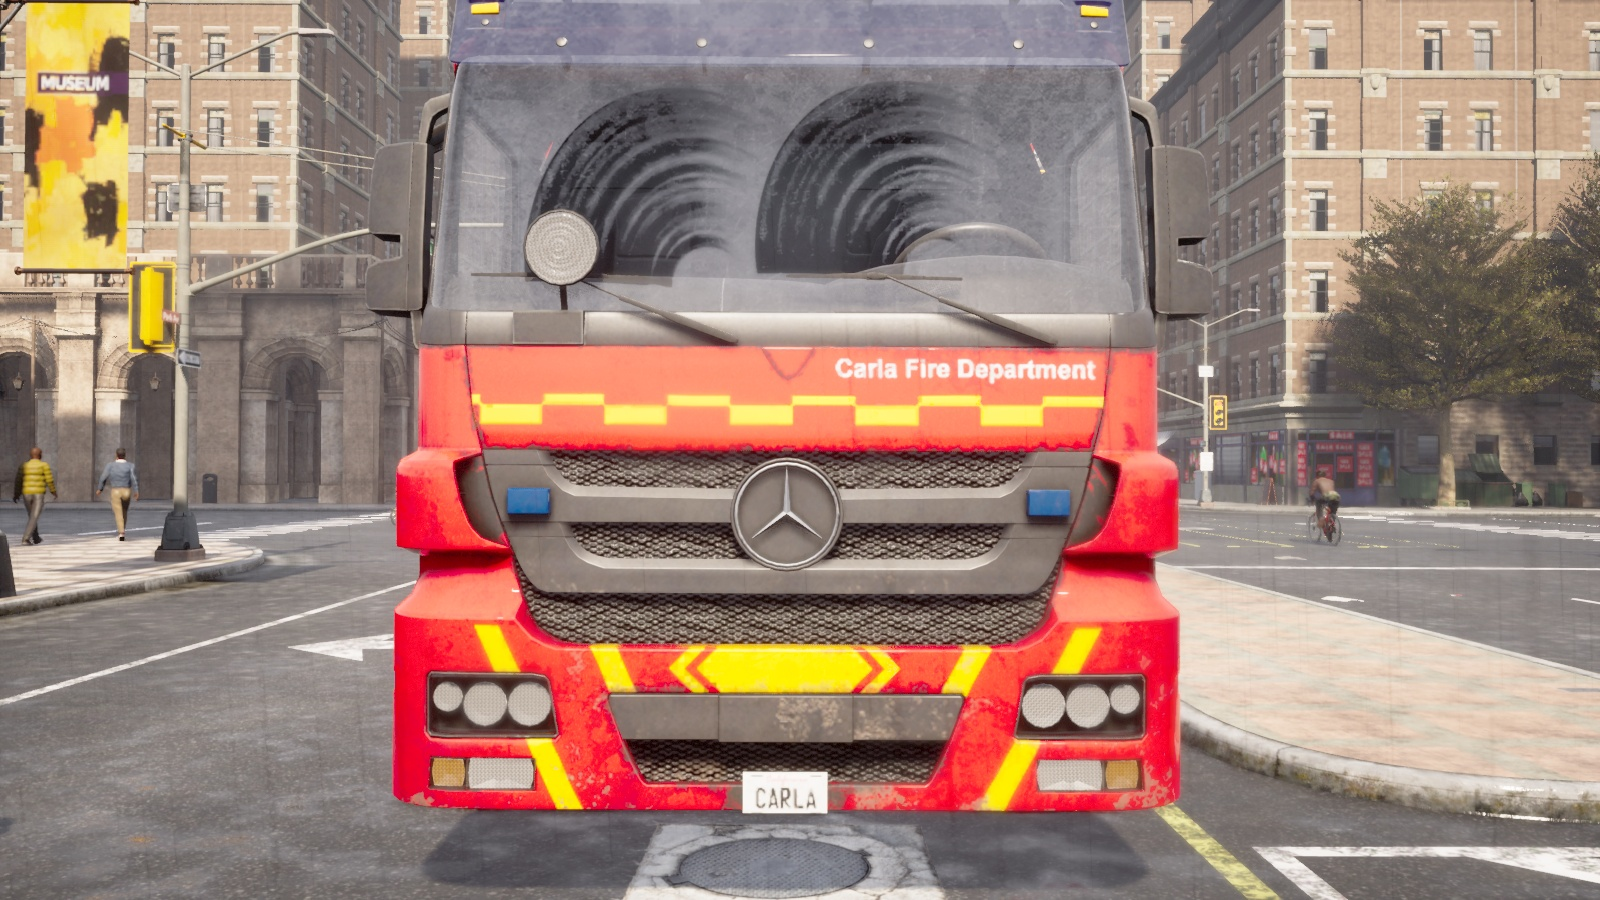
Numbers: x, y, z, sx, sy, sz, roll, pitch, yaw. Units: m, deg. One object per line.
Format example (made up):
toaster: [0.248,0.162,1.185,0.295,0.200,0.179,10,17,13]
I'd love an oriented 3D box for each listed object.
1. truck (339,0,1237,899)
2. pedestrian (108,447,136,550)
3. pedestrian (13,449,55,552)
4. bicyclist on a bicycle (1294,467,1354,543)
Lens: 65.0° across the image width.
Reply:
truck: [-0.054,-0.211,8.305,2.891,3.827,8.468,0,-1,0]
pedestrian: [-13.153,0.932,24.365,0.423,1.949,0.788,0,-1,-32]
pedestrian: [-13.861,0.908,22.731,0.370,1.835,0.726,0,-1,-7]
bicyclist on a bicycle: [11.406,1.180,27.380,0.582,1.620,1.656,0,-1,0]
